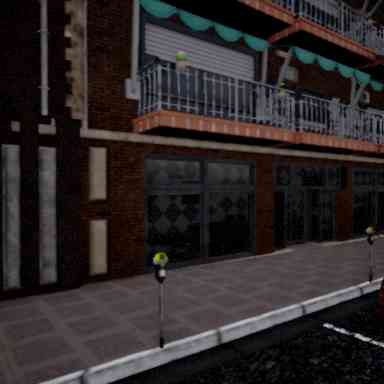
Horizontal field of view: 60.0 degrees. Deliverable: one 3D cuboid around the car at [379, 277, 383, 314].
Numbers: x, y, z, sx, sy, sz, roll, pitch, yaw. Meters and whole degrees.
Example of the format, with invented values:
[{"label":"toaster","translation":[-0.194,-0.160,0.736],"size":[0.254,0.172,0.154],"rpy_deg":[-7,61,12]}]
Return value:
[{"label":"car","translation":[5.181,1.531,6.108],"size":[4.507,1.381,1.887],"rpy_deg":[0,0,-35]}]
